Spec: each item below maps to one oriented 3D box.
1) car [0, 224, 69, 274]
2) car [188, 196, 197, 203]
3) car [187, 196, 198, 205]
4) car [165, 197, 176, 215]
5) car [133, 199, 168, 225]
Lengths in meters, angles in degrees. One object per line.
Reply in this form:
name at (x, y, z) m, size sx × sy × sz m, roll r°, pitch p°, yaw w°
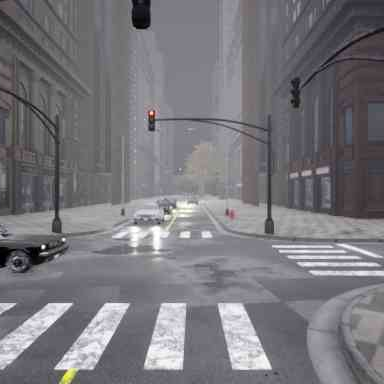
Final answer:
car at (-6.257, 1.586, 9.924) m, size 4.718 × 1.301 × 1.895 m, roll 0°, pitch 0°, yaw 0°
car at (0.152, 1.568, 69.729) m, size 1.812 × 1.442 × 4.674 m, roll 0°, pitch 0°, yaw 0°
car at (0.133, 1.577, 59.379) m, size 2.033 × 1.411 × 5.357 m, roll 0°, pitch 0°, yaw 0°
car at (-3.075, 1.549, 34.873) m, size 2.033 × 1.411 × 5.357 m, roll 0°, pitch 0°, yaw 0°
car at (-3.082, 1.524, 24.463) m, size 1.812 × 1.442 × 4.674 m, roll 0°, pitch 0°, yaw 0°
